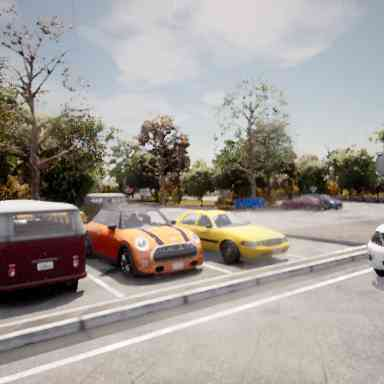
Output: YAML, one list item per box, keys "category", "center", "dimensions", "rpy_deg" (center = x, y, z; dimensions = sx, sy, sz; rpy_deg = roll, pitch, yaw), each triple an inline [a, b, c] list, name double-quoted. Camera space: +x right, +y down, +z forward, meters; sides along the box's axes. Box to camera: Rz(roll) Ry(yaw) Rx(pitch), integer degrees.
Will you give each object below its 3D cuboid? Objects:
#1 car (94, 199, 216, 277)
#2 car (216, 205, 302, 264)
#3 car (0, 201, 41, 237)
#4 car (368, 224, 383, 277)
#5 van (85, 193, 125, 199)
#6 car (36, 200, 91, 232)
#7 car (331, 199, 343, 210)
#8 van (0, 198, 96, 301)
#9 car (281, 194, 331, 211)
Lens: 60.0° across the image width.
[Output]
- category: "car"
  center: [-1.644, 1.246, 10.092]
  dimensions: [2.185, 1.767, 4.553]
  rpy_deg: [-1, 1, -35]
- category: "car"
  center: [0.870, 1.312, 11.591]
  dimensions: [1.946, 1.575, 5.366]
  rpy_deg: [-1, 1, -35]
- category: "car"
  center: [-10.322, 1.423, 19.179]
  dimensions: [1.946, 1.575, 5.366]
  rpy_deg: [-2, 1, -35]
- category: "car"
  center: [6.651, 1.006, 8.254]
  dimensions: [5.566, 2.045, 2.150]
  rpy_deg: [-1, 1, -35]
- category: "van"
  center: [-5.687, 1.088, 22.060]
  dimensions: [1.878, 1.987, 4.442]
  rpy_deg: [-1, 1, -35]
- category: "car"
  center: [-8.144, 1.365, 20.706]
  dimensions: [1.946, 1.575, 5.366]
  rpy_deg: [-1, 1, -35]
- category: "car"
  center: [13.860, 0.993, 35.932]
  dimensions: [2.185, 1.767, 4.553]
  rpy_deg: [0, 0, -35]
- category: "van"
  center: [-4.181, 1.217, 8.416]
  dimensions: [1.878, 1.987, 4.442]
  rpy_deg: [-2, 1, -35]
- category: "car"
  center: [11.290, 1.167, 34.074]
  dimensions: [2.002, 1.452, 4.674]
  rpy_deg: [0, 0, -35]
